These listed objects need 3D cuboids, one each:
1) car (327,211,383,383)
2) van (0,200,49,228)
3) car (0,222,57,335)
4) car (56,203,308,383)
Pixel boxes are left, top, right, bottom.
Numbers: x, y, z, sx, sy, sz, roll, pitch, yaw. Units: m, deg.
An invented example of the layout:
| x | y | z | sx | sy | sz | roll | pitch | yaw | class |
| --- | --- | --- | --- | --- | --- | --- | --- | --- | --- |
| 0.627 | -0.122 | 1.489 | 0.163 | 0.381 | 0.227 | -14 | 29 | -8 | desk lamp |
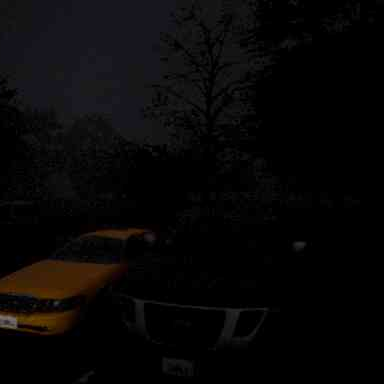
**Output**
| x | y | z | sx | sy | sz | roll | pitch | yaw | class |
| --- | --- | --- | --- | --- | --- | --- | --- | --- | --- |
| 3.030 | 1.233 | 3.944 | 2.435 | 2.045 | 5.566 | 0 | -1 | 16 | car |
| -6.587 | 1.278 | 10.899 | 1.878 | 1.987 | 4.442 | 0 | -1 | 16 | van |
| -1.824 | 1.489 | 7.170 | 1.946 | 1.575 | 5.366 | 0 | -1 | 15 | car |
| 0.618 | 1.237 | 5.605 | 2.435 | 2.045 | 5.566 | 0 | -1 | 16 | car |
